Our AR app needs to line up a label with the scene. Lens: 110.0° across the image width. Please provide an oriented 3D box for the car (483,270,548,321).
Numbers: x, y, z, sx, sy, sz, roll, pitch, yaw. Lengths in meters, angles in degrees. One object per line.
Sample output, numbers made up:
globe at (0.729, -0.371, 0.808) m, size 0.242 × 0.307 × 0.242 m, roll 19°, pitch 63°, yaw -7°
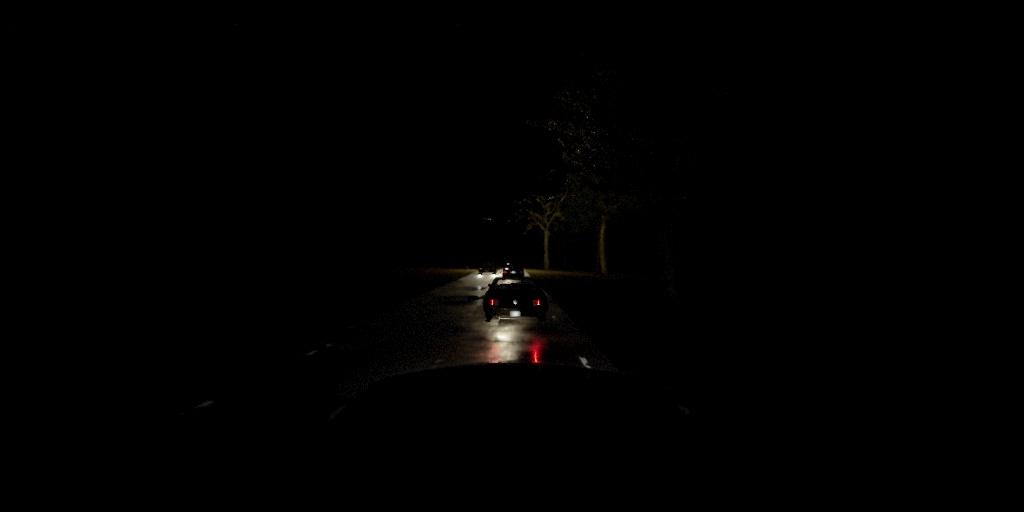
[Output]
car at (0.099, 1.350, 12.414) m, size 1.895 × 1.301 × 4.718 m, roll 0°, pitch 0°, yaw 0°

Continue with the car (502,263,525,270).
car at (0.099, 1.330, 30.476) m, size 2.033 × 1.411 × 5.357 m, roll 0°, pitch 0°, yaw 0°

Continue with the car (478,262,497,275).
car at (-2.754, 1.385, 41.632) m, size 1.812 × 1.442 × 4.674 m, roll 0°, pitch 0°, yaw 0°
